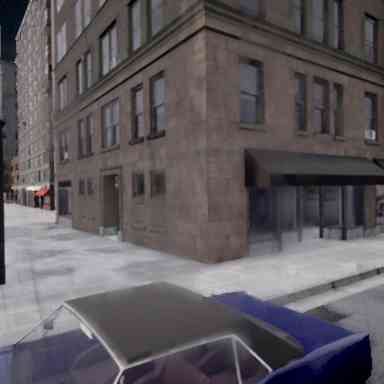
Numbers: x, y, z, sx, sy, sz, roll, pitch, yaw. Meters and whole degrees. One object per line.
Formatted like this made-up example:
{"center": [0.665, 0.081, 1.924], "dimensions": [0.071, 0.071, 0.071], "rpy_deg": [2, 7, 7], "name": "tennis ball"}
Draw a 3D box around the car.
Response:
{"center": [-0.679, 1.590, 2.593], "dimensions": [4.718, 1.301, 1.895], "rpy_deg": [-1, 1, -35], "name": "car"}
